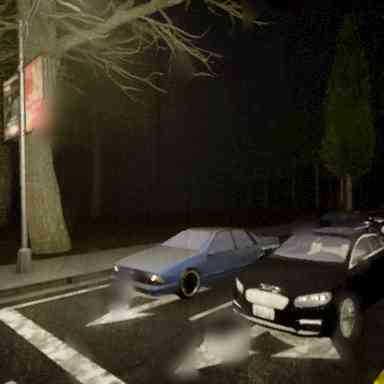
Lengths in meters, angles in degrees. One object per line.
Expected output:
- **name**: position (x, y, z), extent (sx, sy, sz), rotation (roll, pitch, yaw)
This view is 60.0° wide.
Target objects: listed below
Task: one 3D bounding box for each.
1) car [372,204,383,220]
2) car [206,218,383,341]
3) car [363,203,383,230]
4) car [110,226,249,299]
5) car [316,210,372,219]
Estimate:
- **car**: position (9.214, 1.360, 13.369), extent (2.097, 1.767, 4.553), rotation (-2, -1, 44)
- **car**: position (2.780, 1.539, 6.785), extent (2.128, 1.511, 4.902), rotation (-2, -1, 44)
- **car**: position (13.162, 1.549, 22.032), extent (1.837, 1.490, 4.892), rotation (-2, -1, 44)
- **car**: position (0.494, 1.665, 9.112), extent (2.033, 1.411, 5.357), rotation (-2, -1, 44)
- **car**: position (6.964, 1.642, 15.711), extent (1.994, 1.385, 4.181), rotation (-2, -1, 45)
